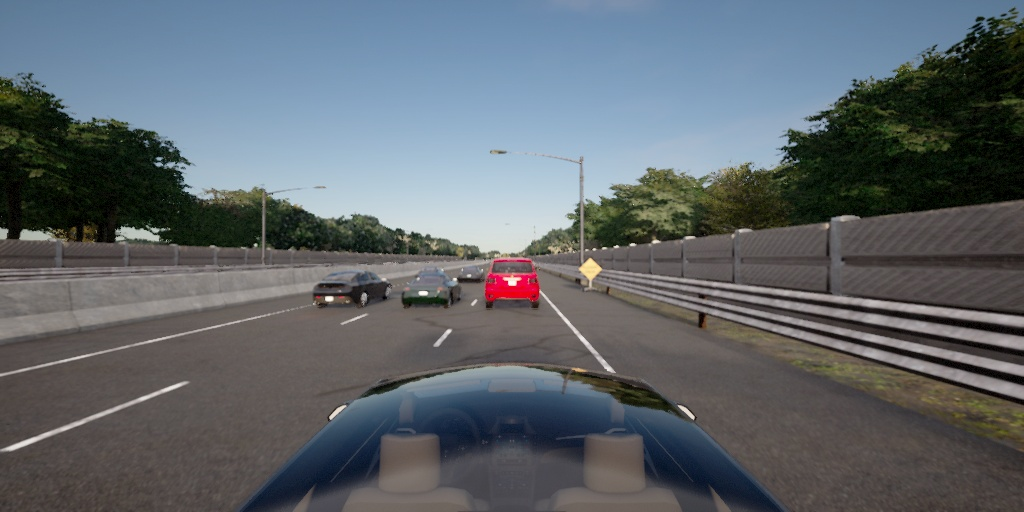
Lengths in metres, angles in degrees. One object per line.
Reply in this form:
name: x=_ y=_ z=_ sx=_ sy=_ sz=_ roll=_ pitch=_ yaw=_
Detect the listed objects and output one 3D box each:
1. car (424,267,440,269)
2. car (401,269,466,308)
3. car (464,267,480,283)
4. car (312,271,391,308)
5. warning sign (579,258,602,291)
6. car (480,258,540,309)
car: x=-6.976 y=1.600 z=31.104 sx=1.994 sy=1.385 sz=4.181 roll=0 pitch=-1 yaw=0
car: x=-3.486 y=1.456 z=16.148 sx=1.994 sy=1.385 sz=4.181 roll=0 pitch=0 yaw=0
car: x=-3.475 y=1.600 z=31.122 sx=1.994 sy=1.385 sz=4.181 roll=0 pitch=-1 yaw=0
car: x=-6.985 y=1.399 z=16.141 sx=1.837 sy=1.490 sz=4.892 roll=0 pitch=0 yaw=0
warning sign: x=4.562 y=1.052 z=20.830 sx=1.300 sy=1.860 sz=1.060 roll=0 pitch=0 yaw=0
car: x=0.010 y=1.105 z=15.858 sx=2.150 sy=2.045 sz=5.566 roll=0 pitch=0 yaw=0
